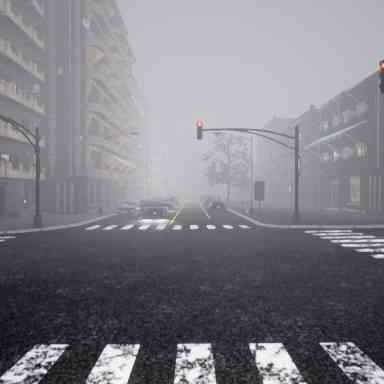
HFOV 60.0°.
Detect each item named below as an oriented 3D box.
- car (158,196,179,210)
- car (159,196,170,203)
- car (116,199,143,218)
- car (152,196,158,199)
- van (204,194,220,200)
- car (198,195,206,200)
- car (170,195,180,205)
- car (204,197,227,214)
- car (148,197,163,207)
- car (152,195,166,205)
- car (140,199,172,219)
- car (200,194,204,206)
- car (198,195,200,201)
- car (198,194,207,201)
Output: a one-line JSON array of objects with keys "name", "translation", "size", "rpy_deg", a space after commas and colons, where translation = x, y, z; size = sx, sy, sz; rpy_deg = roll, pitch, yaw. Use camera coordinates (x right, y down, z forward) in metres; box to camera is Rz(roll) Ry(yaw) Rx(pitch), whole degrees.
[{"name": "car", "translation": [-3.102, 1.531, 42.219], "size": [2.033, 1.411, 5.357], "rpy_deg": [0, 0, 0]}, {"name": "car", "translation": [-5.699, 1.548, 68.915], "size": [1.802, 1.307, 4.206], "rpy_deg": [0, 0, 0]}, {"name": "car", "translation": [-5.696, 1.541, 30.180], "size": [2.008, 1.369, 4.403], "rpy_deg": [0, 0, 0]}, {"name": "car", "translation": [-5.697, 1.529, 41.247], "size": [1.887, 1.381, 4.507], "rpy_deg": [0, 0, 0]}, {"name": "van", "translation": [2.682, 1.325, 41.240], "size": [1.690, 1.788, 3.998], "rpy_deg": [0, 0, 0]}, {"name": "car", "translation": [2.679, 1.491, 91.041], "size": [1.887, 1.381, 4.507], "rpy_deg": [0, 0, 0]}, {"name": "car", "translation": [-3.076, 1.503, 55.222], "size": [1.812, 1.442, 4.674], "rpy_deg": [0, 1, 0]}, {"name": "car", "translation": [2.684, 1.553, 35.707], "size": [1.947, 1.339, 4.313], "rpy_deg": [0, 0, 0]}, {"name": "car", "translation": [-5.698, 1.559, 52.314], "size": [1.802, 1.307, 4.206], "rpy_deg": [0, 0, 0]}, {"name": "car", "translation": [-5.700, 1.414, 57.847], "size": [1.967, 1.590, 4.097], "rpy_deg": [0, 0, 0]}, {"name": "car", "translation": [-3.112, 1.554, 29.341], "size": [1.994, 1.385, 4.181], "rpy_deg": [0, 0, -1]}, {"name": "car", "translation": [2.682, 1.418, 52.308], "size": [1.967, 1.590, 4.097], "rpy_deg": [0, 0, 0]}, {"name": "car", "translation": [2.679, 1.276, 74.441], "size": [2.192, 1.841, 5.009], "rpy_deg": [0, 0, 0]}, {"name": "car", "translation": [2.678, 1.392, 85.508], "size": [1.967, 1.590, 4.097], "rpy_deg": [0, 0, 0]}]
